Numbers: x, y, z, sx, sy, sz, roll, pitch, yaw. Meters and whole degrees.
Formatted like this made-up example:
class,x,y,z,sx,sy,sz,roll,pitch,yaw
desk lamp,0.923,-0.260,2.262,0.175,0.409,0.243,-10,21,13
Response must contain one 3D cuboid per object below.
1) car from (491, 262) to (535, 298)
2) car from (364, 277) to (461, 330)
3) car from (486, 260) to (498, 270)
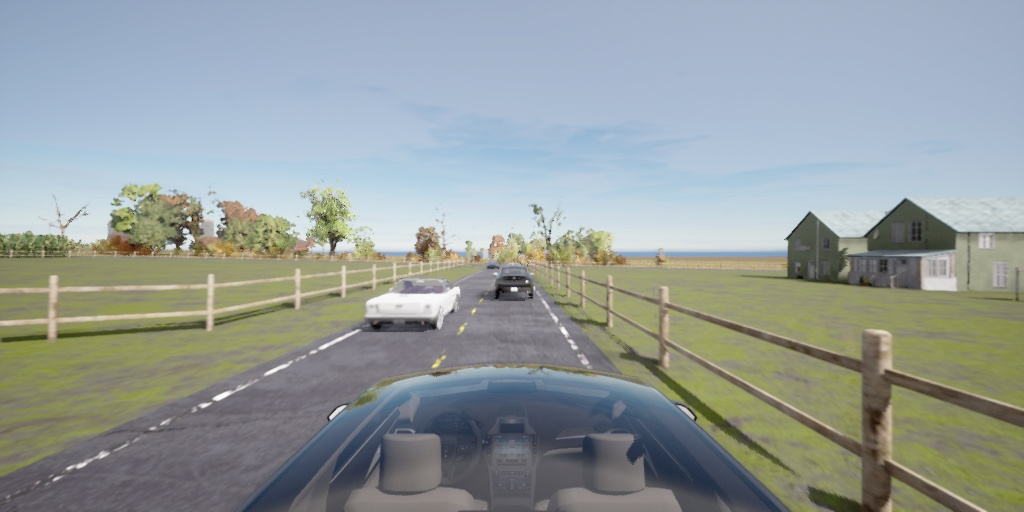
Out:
class,x,y,z,sx,sy,sz,roll,pitch,yaw
car,0.104,1.248,18.381,1.837,1.490,4.892,0,0,0
car,-2.850,1.346,11.254,1.895,1.301,4.718,0,0,0
car,-2.801,1.304,53.888,2.033,1.411,5.357,0,0,1
